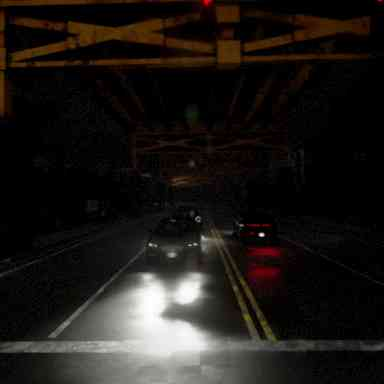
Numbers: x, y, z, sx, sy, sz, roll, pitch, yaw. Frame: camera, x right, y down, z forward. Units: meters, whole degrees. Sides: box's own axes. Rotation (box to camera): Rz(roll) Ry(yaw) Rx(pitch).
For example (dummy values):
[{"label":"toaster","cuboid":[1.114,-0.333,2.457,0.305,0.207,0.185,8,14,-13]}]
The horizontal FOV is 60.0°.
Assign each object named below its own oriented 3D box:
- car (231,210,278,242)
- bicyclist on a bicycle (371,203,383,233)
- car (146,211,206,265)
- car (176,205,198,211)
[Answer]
[{"label":"car","cuboid":[3.266,1.749,17.760,1.837,1.490,4.892,-1,-1,1]},{"label":"bicyclist on a bicycle","cuboid":[10.546,1.424,18.104,1.656,1.620,0.582,-1,-1,1]},{"label":"car","cuboid":[-0.549,1.720,12.750,2.128,1.511,4.902,-1,-1,2]},{"label":"car","cuboid":[-0.329,1.741,22.644,2.097,1.767,4.553,-1,-1,1]}]
